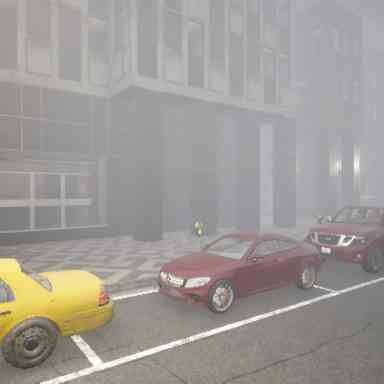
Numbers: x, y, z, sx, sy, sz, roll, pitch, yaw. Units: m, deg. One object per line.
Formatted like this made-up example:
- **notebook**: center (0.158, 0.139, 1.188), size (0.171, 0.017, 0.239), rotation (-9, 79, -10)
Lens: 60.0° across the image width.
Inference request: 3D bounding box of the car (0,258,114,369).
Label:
- **car**: center (-3.466, 1.525, 4.180), size (4.829, 1.417, 1.752), rotation (0, 0, -35)

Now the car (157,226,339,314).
- **car**: center (1.235, 1.582, 7.528), size (4.206, 1.307, 1.802), rotation (0, 0, -35)

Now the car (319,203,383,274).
- **car**: center (5.798, 1.314, 10.779), size (5.009, 1.841, 2.192), rotation (0, 0, -35)
